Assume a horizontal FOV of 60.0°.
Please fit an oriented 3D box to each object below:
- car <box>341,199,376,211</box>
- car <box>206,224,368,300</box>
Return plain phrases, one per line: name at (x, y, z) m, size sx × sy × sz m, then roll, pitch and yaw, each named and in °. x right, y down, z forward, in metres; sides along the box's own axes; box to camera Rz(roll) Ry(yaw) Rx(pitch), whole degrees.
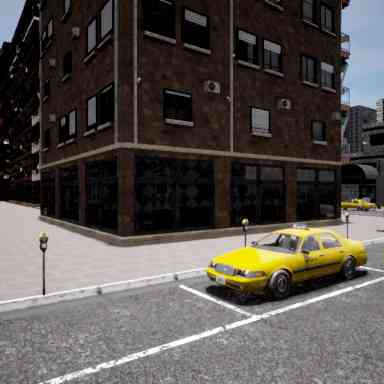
car at (19.235, 1.469, 39.617) m, size 1.752 × 1.417 × 4.829 m, roll 0°, pitch 0°, yaw -35°
car at (2.562, 1.525, 8.395) m, size 4.829 × 1.417 × 1.752 m, roll 0°, pitch 0°, yaw -36°
